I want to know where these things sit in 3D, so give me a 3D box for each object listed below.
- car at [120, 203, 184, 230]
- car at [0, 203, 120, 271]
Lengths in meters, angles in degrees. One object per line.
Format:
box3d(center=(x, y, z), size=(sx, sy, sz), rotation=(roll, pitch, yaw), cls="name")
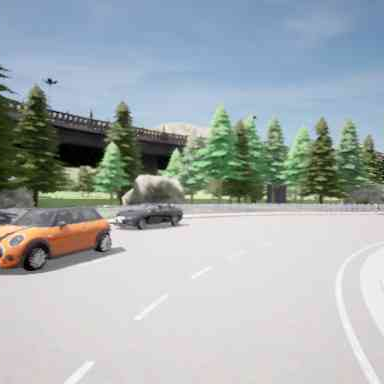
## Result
box3d(center=(-2.563, 1.425, 20.816), size=(2.128, 1.511, 4.902), rotation=(1, 0, 39), cls="car")
box3d(center=(-4.637, 1.266, 10.773), size=(2.097, 1.767, 4.553), rotation=(1, 0, 22), cls="car")
